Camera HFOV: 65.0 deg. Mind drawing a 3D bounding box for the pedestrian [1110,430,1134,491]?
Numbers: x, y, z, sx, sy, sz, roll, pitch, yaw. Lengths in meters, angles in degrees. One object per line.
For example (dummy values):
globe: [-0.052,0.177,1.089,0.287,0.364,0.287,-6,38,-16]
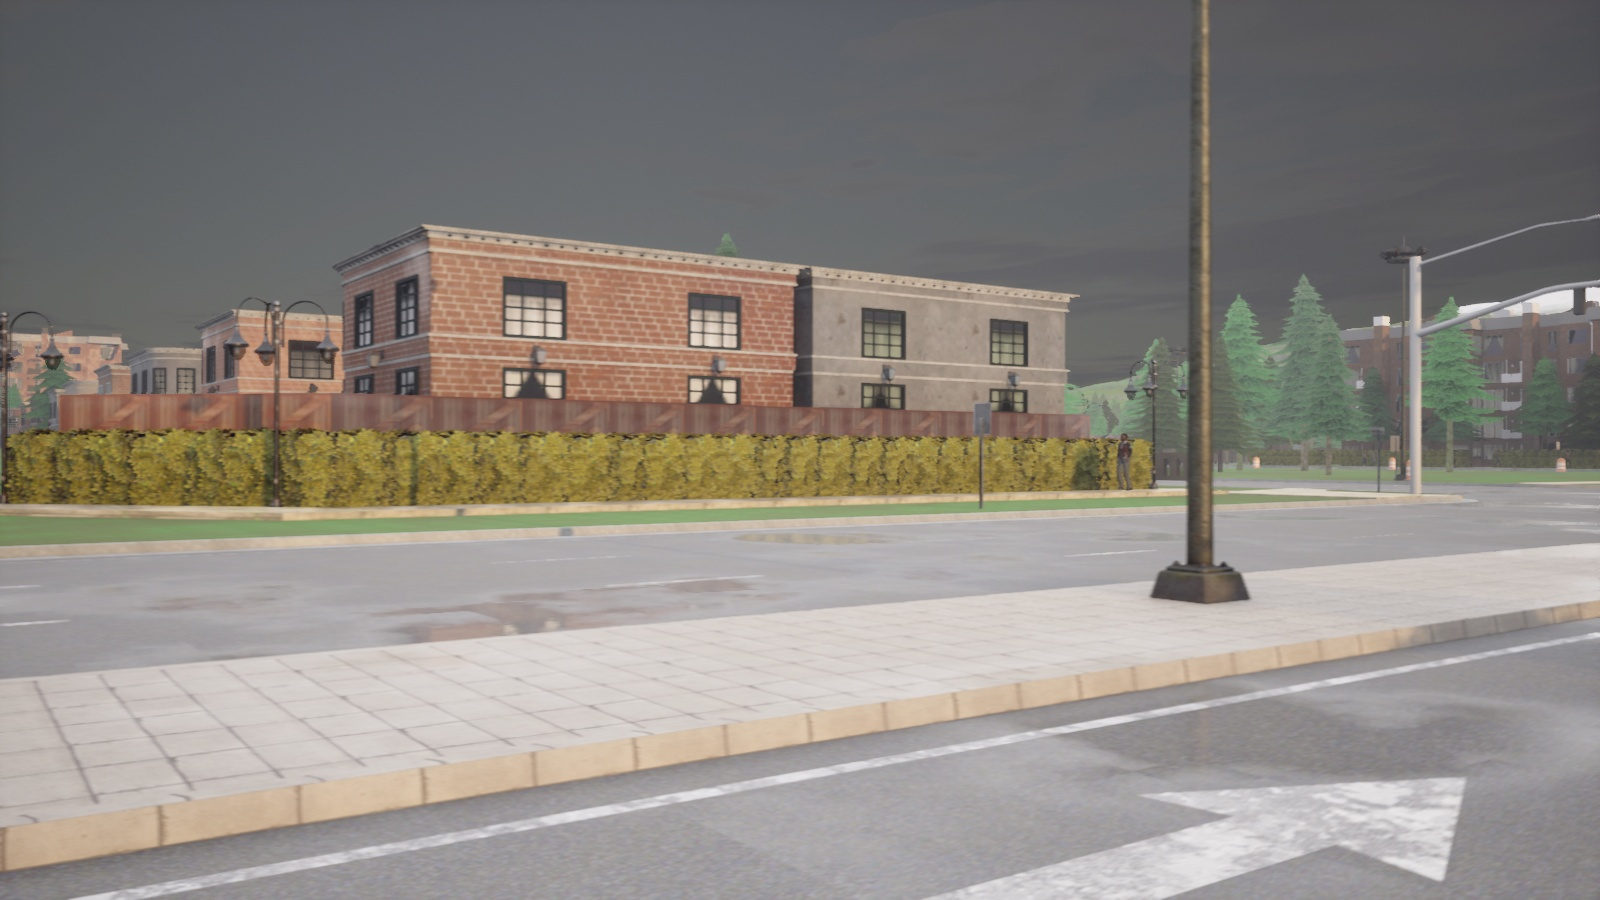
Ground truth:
pedestrian: [10.213,0.325,39.801,0.666,1.930,0.402,0,0,-35]
